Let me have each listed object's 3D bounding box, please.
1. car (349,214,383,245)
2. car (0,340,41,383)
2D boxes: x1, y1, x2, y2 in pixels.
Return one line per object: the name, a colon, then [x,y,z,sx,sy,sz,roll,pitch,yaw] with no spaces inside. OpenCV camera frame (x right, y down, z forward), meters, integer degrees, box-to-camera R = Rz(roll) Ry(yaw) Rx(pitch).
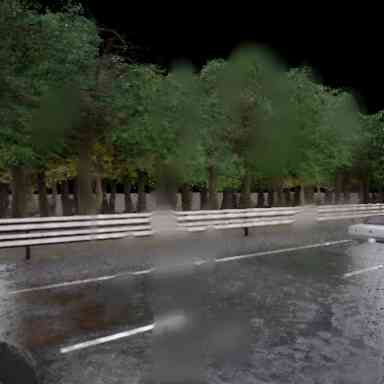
car: [8.884,1.605,14.373,4.718,1.301,1.895,0,0,-35]
car: [-3.252,1.505,1.427,4.892,1.490,1.837,0,0,-35]
